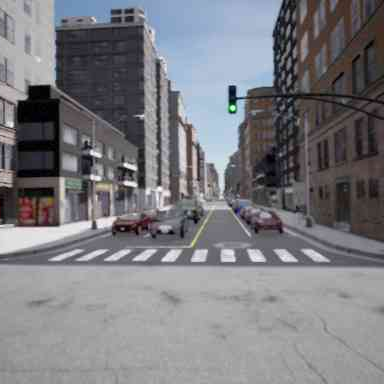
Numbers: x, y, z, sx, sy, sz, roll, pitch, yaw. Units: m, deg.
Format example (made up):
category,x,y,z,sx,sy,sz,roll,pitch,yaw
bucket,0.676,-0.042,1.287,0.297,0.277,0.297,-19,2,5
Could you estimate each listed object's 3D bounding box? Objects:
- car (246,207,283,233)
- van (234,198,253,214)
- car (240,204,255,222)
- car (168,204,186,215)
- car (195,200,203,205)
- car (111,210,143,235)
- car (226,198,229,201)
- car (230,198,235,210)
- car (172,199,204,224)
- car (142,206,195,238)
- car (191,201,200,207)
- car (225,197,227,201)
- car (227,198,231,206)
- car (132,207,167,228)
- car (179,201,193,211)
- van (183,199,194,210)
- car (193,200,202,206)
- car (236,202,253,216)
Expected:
category,x,y,z,sx,sy,sz,roll,pitch,yaw
car,4.628,1.816,20.922,1.802,1.307,4.206,-1,-1,5
van,6.051,1.802,37.885,1.690,1.788,3.998,-1,-1,5
car,5.103,1.891,26.575,1.802,1.307,4.206,-1,-1,5
car,-1.966,2.279,44.253,1.802,1.307,4.206,0,-1,5
car,1.832,2.859,89.473,1.887,1.381,4.507,0,-1,5
car,-3.866,1.937,21.644,1.887,1.381,4.507,0,-1,5
car,8.915,2.452,71.969,1.752,1.417,4.829,-1,-1,5
car,6.526,1.853,43.538,2.192,1.841,5.009,-1,-1,5
car,-0.437,1.674,29.713,2.150,2.045,5.566,-1,-1,5
car,-1.240,1.811,19.822,2.128,1.511,4.902,-1,-1,4
car,0.882,2.726,78.168,1.947,1.339,4.313,-1,-1,5
car,9.374,2.317,77.456,2.192,1.841,5.009,-1,-1,5
car,8.427,2.413,66.146,1.947,1.339,4.313,-1,-1,5
car,-3.391,2.013,27.296,1.887,1.381,4.507,0,-1,5
car,-1.018,2.291,55.560,1.967,1.590,4.097,-1,-1,5
van,-0.544,2.269,61.214,1.690,1.788,3.998,-1,-1,5
car,1.357,2.803,83.821,1.947,1.339,4.313,-1,-1,5
car,5.578,1.967,32.229,1.802,1.307,4.206,-1,-1,5
